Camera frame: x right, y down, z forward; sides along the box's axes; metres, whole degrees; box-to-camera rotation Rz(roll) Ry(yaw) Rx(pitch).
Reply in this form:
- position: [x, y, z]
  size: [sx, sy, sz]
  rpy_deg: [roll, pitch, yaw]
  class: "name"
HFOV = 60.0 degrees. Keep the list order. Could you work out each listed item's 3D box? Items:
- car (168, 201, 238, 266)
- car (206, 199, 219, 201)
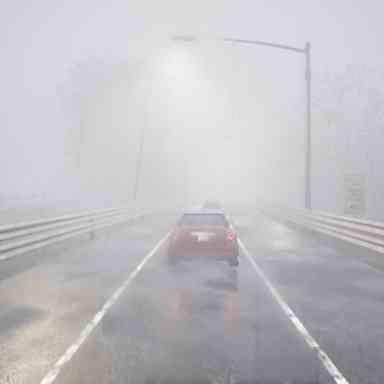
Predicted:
- position: [0.401, 1.364, 11.747]
  size: [2.097, 1.767, 4.553]
  rpy_deg: [0, 0, 2]
  class: "car"
- position: [2.183, 1.532, 34.879]
  size: [1.837, 1.490, 4.892]
  rpy_deg: [0, 0, 6]
  class: "car"
